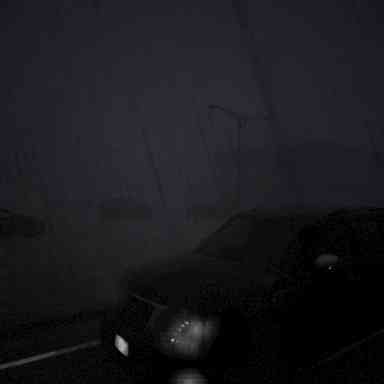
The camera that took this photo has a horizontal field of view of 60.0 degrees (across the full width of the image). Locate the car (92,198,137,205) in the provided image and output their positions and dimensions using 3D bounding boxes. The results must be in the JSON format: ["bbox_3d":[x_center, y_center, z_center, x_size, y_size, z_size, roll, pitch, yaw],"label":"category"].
[{"bbox_3d":[-5.478,1.403,27.468,4.605,1.855,1.932,1,0,-36],"label":"car"}]

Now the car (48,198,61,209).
[{"bbox_3d":[-17.956,1.634,46.145,3.633,1.501,1.845,1,0,-36],"label":"car"}]

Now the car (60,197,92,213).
[{"bbox_3d":[-12.164,1.611,38.002,4.514,1.523,2.007,1,0,-36],"label":"car"}]

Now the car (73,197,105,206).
[{"bbox_3d":[-18.628,1.721,60.243,5.027,1.636,2.152,1,0,-36],"label":"car"}]

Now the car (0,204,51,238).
[{"bbox_3d":[-9.566,1.505,15.991,4.514,1.523,2.007,1,0,-36],"label":"car"}]

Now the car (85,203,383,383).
[{"bbox_3d":[1.524,1.262,5.062,5.566,2.045,2.150,1,0,-35],"label":"car"}]

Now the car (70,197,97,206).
[{"bbox_3d":[-20.499,1.729,62.761,4.514,1.523,2.007,1,0,-36],"label":"car"}]

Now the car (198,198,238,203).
[{"bbox_3d":[2.830,1.460,29.385,3.866,1.878,1.905,1,0,-36],"label":"car"}]
